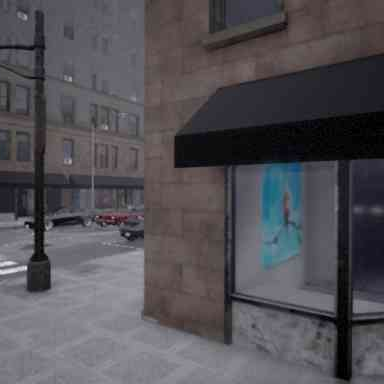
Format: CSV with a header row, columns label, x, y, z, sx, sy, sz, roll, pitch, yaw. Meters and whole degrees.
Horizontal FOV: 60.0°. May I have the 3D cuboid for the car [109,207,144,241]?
label,x,y,z,sx,sy,sz,roll,pitch,yaw
car,-1.454,1.567,15.824,2.008,1.369,4.403,0,0,35

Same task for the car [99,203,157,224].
label,x,y,z,sx,sy,sz,roll,pitch,yaw
car,-4.707,1.572,25.104,1.802,1.307,4.206,0,0,35

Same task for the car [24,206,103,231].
label,x,y,z,sx,sy,sz,roll,pitch,yaw
car,-7.997,1.552,20.471,1.947,1.339,4.313,0,0,35

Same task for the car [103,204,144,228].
label,x,y,z,sx,sy,sz,roll,pitch,yaw
car,-3.995,1.598,21.724,1.895,1.301,4.718,0,0,35
